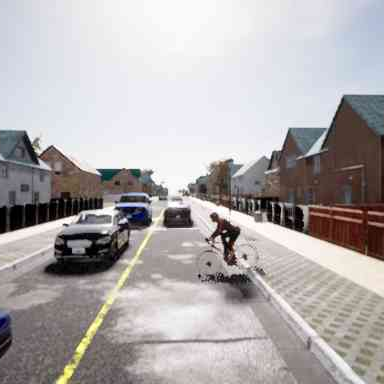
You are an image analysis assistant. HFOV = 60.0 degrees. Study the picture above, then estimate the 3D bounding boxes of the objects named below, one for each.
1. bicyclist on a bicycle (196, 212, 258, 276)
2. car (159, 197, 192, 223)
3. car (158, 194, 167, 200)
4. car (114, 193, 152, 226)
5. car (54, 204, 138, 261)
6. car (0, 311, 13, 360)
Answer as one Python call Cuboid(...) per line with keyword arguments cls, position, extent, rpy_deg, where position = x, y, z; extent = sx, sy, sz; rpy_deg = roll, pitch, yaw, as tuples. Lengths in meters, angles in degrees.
Cuboid(cls="bicyclist on a bicycle", position=(0.846, 1.315, 8.664), extent=(1.656, 1.620, 0.582), rpy_deg=(-9, 1, -3))
Cuboid(cls="car", position=(-1.029, 1.368, 23.843), extent=(2.128, 1.511, 4.902), rpy_deg=(0, 0, -3))
Cuboid(cls="car", position=(-6.289, 1.256, 72.632), extent=(1.882, 1.535, 5.008), rpy_deg=(0, 0, -3))
Cuboid(cls="car", position=(-3.911, 1.104, 22.625), extent=(2.150, 2.045, 5.566), rpy_deg=(0, 0, -3))
Cuboid(cls="car", position=(-3.398, 1.422, 12.057), extent=(2.128, 1.511, 4.902), rpy_deg=(0, 0, -3))
Cuboid(cls="car", position=(-2.928, 1.591, 1.539), extent=(1.895, 1.301, 4.718), rpy_deg=(0, 0, -1))
